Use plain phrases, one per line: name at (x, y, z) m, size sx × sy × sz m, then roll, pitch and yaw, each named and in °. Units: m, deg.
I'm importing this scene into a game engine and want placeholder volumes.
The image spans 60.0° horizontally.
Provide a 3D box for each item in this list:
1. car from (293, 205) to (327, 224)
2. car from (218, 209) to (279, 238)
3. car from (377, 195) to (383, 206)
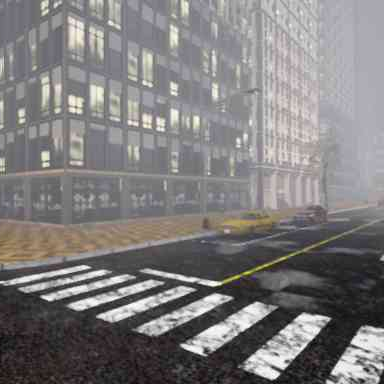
car at (9.327, 1.677, 25.999) m, size 1.802 × 1.307 × 4.206 m, roll -1°, pitch 0°, yaw 38°
car at (3.208, 1.618, 18.284) m, size 1.752 × 1.417 × 4.829 m, roll -1°, pitch 0°, yaw 38°
car at (33.120, 1.443, 56.833) m, size 2.192 × 1.841 × 5.009 m, roll -1°, pitch -1°, yaw 38°
